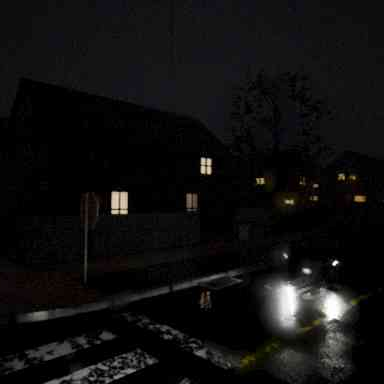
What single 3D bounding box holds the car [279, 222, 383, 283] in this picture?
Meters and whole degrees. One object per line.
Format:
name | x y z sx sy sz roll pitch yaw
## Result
car | 4.907 1.682 10.423 5.357 1.411 2.033 1 -1 -43
